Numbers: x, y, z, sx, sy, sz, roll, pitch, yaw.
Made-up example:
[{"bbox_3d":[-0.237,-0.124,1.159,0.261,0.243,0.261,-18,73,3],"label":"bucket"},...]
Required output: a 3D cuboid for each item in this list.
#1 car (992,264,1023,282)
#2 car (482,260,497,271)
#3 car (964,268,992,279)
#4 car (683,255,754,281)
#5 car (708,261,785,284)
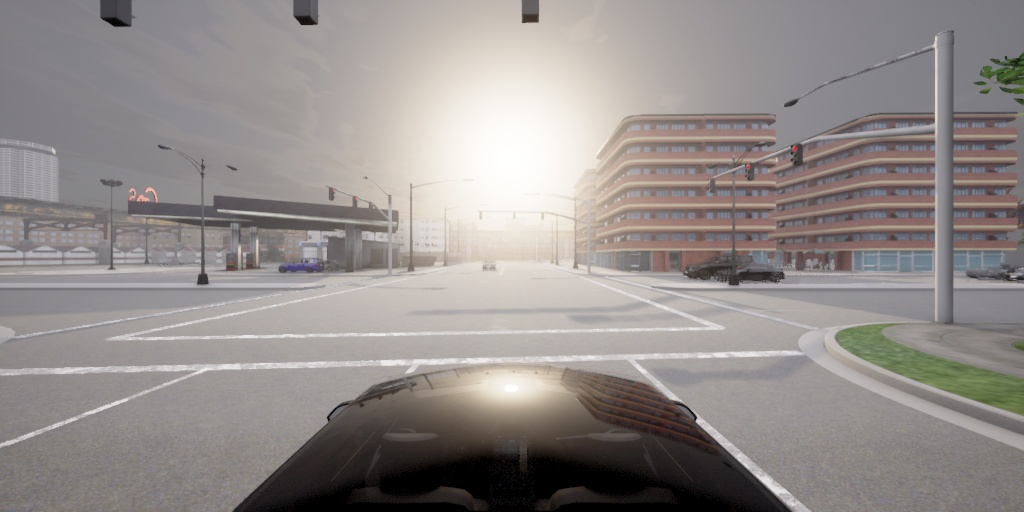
[{"bbox_3d":[39.118,1.239,26.141,4.902,1.511,2.128,0,0,1],"label":"car"},{"bbox_3d":[-3.120,1.293,49.977,2.128,1.511,4.902,0,1,0],"label":"car"},{"bbox_3d":[40.772,1.348,29.626,4.718,1.301,1.895,0,0,1],"label":"car"},{"bbox_3d":[17.290,0.961,29.832,5.566,2.045,2.150,-1,0,0],"label":"car"},{"bbox_3d":[17.386,1.273,26.324,4.674,1.442,1.812,0,0,0],"label":"car"}]
